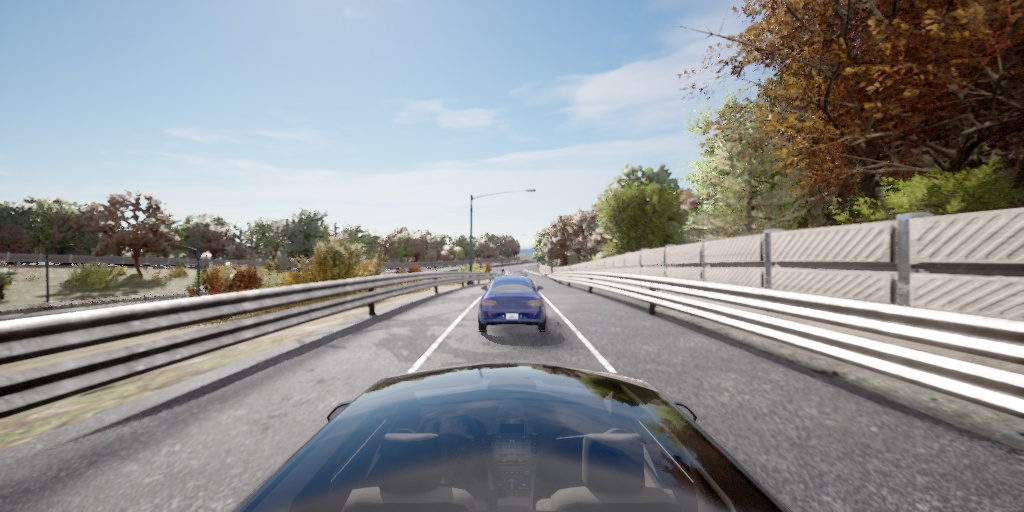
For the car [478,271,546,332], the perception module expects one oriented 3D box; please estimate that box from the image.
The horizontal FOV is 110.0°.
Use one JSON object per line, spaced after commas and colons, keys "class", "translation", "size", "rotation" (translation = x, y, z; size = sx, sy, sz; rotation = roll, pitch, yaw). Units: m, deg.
{"class": "car", "translation": [0.005, 1.351, 11.066], "size": [1.812, 1.442, 4.674], "rotation": [0, -1, 0]}
